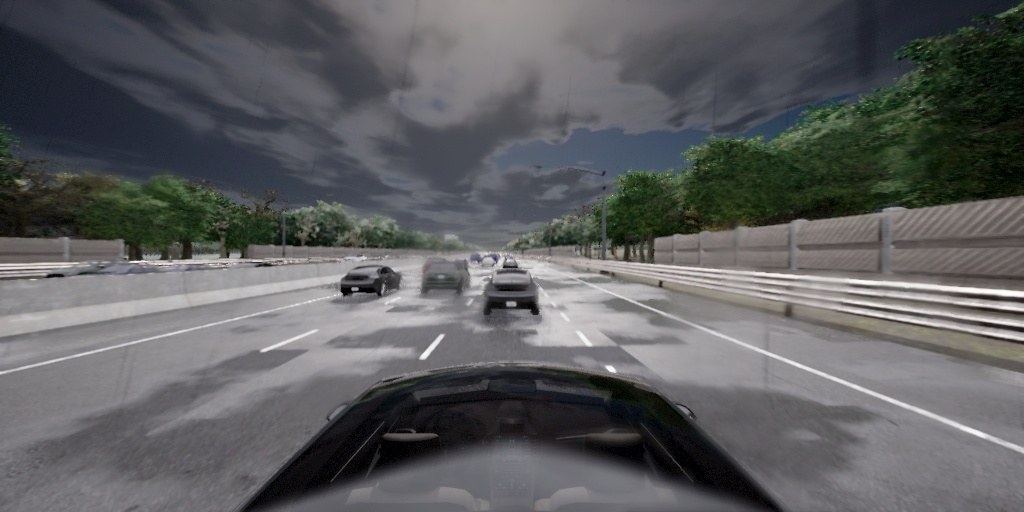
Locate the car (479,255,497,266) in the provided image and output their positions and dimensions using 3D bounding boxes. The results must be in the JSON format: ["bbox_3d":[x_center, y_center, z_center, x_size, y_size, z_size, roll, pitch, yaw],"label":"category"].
[{"bbox_3d":[-3.831,0.923,58.449,1.812,1.442,4.674,0,0,-1],"label":"car"}]

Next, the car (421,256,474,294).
[{"bbox_3d":[-3.537,1.052,19.996,2.097,1.767,4.553,0,0,0],"label":"car"}]

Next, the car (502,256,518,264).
[{"bbox_3d":[-0.229,1.035,48.850,1.994,1.385,4.181,0,0,-1],"label":"car"}]

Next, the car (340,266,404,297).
[{"bbox_3d":[-7.030,1.220,18.453,1.837,1.490,4.892,0,0,0],"label":"car"}]

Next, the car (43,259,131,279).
[{"bbox_3d":[-28.144,1.023,24.268,2.097,1.767,4.553,0,1,0],"label":"car"}]

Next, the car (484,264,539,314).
[{"bbox_3d":[-0.016,1.247,13.670,1.837,1.490,4.892,0,0,0],"label":"car"}]

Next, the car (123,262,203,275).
[{"bbox_3d":[-21.146,1.225,23.236,2.033,1.411,5.357,0,0,0],"label":"car"}]

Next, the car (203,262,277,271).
[{"bbox_3d":[-17.647,1.173,24.143,1.837,1.490,4.892,0,1,0],"label":"car"}]

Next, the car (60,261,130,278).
[{"bbox_3d":[-24.646,1.227,23.140,2.033,1.411,5.357,0,0,0],"label":"car"}]
